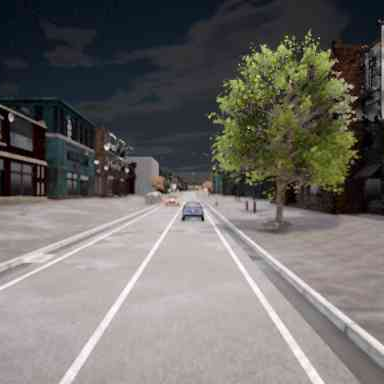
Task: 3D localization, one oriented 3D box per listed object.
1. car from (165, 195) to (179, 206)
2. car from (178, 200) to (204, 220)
[{"bbox_3d":[-3.020,1.277,51.768,2.097,1.767,4.553,0,0,0],"label":"car"},{"bbox_3d":[0.089,1.547,28.417,2.033,1.411,5.357,0,0,0],"label":"car"}]
